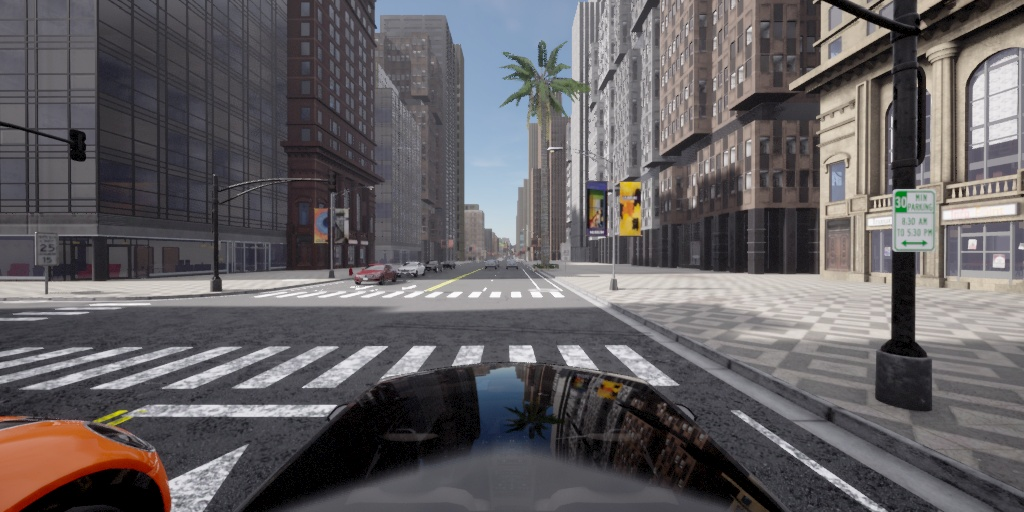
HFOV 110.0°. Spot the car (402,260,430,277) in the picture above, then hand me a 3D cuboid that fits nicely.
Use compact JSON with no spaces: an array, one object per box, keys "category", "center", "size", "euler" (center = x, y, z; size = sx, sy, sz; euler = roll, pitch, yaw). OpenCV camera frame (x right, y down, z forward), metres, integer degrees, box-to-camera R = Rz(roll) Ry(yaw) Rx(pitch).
[{"category":"car","center":[-9.840,1.286,35.300],"size":[1.812,1.442,4.674],"euler":[0,0,0]}]

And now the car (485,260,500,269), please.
[{"category":"car","center":[-3.237,1.334,55.769],"size":[2.033,1.411,5.357],"euler":[0,0,0]}]

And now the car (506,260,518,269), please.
[{"category":"car","center":[0.013,1.334,55.768],"size":[2.033,1.411,5.357],"euler":[0,0,0]}]

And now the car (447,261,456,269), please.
[{"category":"car","center":[-9.792,1.386,54.857],"size":[1.895,1.301,4.718],"euler":[0,0,0]}]

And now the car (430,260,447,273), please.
[{"category":"car","center":[-9.837,1.274,44.557],"size":[1.837,1.490,4.892],"euler":[0,0,0]}]

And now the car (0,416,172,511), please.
[{"category":"car","center":[-3.150,1.102,0.290],"size":[2.097,1.767,4.553],"euler":[0,0,0]}]

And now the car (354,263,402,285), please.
[{"category":"car","center":[-9.846,1.281,26.308],"size":[1.812,1.442,4.674],"euler":[0,0,-1]}]
